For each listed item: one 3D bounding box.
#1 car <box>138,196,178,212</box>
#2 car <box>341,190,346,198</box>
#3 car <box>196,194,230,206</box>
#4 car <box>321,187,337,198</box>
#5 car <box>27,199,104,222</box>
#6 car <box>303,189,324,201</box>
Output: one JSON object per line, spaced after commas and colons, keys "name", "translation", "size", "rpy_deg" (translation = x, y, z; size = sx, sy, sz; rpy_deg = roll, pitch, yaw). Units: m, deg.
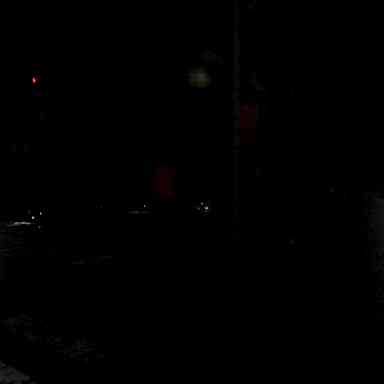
{"name": "car", "translation": [-3.227, 1.090, 32.197], "size": [1.994, 1.385, 4.181], "rpy_deg": [0, 1, 35]}
{"name": "car", "translation": [28.278, 0.378, 59.977], "size": [1.837, 1.490, 4.892], "rpy_deg": [0, 1, 34]}
{"name": "car", "translation": [2.720, 0.896, 40.711], "size": [2.033, 1.411, 5.357], "rpy_deg": [0, 1, 36]}
{"name": "car", "translation": [25.027, 0.106, 61.006], "size": [2.150, 2.045, 5.566], "rpy_deg": [0, 1, 35]}
{"name": "car", "translation": [-8.935, 1.249, 24.030], "size": [2.033, 1.411, 5.357], "rpy_deg": [0, 1, 35]}
{"name": "car", "translation": [18.821, 0.620, 52.087], "size": [1.994, 1.385, 4.181], "rpy_deg": [0, 1, 34]}
